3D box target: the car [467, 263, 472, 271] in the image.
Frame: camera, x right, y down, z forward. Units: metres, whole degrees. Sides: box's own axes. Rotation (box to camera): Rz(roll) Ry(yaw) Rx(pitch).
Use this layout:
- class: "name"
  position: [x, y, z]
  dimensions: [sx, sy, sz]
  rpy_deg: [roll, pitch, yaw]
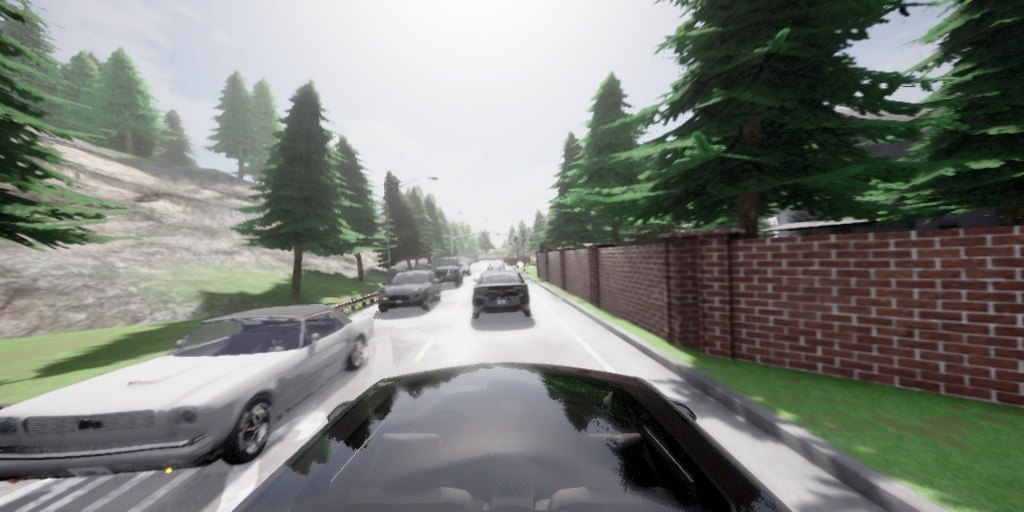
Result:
- class: "car"
  position: [-5.289, 1.433, 38.568]
  dimensions: [2.033, 1.411, 5.357]
  rpy_deg: [-2, 0, -2]

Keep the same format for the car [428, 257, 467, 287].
- class: "car"
  position: [-4.720, 1.106, 25.930]
  dimensions: [2.150, 2.045, 5.566]
  rpy_deg: [-2, 0, -3]

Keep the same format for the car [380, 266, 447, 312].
- class: "car"
  position: [-4.169, 1.387, 15.239]
  dimensions: [1.837, 1.490, 4.892]
  rpy_deg: [-2, 0, -3]

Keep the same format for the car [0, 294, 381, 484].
- class: "car"
  position: [-3.631, 1.480, 5.167]
  dimensions: [1.895, 1.301, 4.718]
  rpy_deg: [-2, 0, -4]

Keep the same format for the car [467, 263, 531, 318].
- class: "car"
  position: [-0.415, 1.231, 13.219]
  dimensions: [1.882, 1.535, 5.008]
  rpy_deg: [-2, 0, -2]
